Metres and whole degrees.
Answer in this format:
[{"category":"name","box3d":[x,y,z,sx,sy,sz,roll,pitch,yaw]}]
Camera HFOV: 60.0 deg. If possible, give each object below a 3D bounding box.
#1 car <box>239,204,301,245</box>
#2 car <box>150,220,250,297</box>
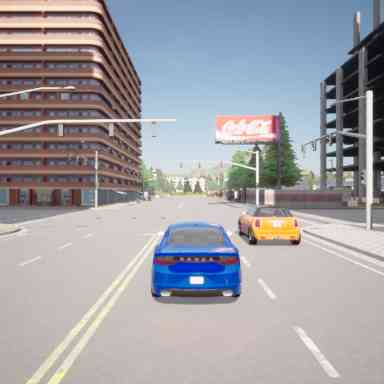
[{"category":"car","box3d":[3.472,1.352,15.708,2.097,1.767,4.553,0,0,0]},{"category":"car","box3d":[0.084,1.478,8.619,1.882,1.535,5.008,0,0,0]}]
